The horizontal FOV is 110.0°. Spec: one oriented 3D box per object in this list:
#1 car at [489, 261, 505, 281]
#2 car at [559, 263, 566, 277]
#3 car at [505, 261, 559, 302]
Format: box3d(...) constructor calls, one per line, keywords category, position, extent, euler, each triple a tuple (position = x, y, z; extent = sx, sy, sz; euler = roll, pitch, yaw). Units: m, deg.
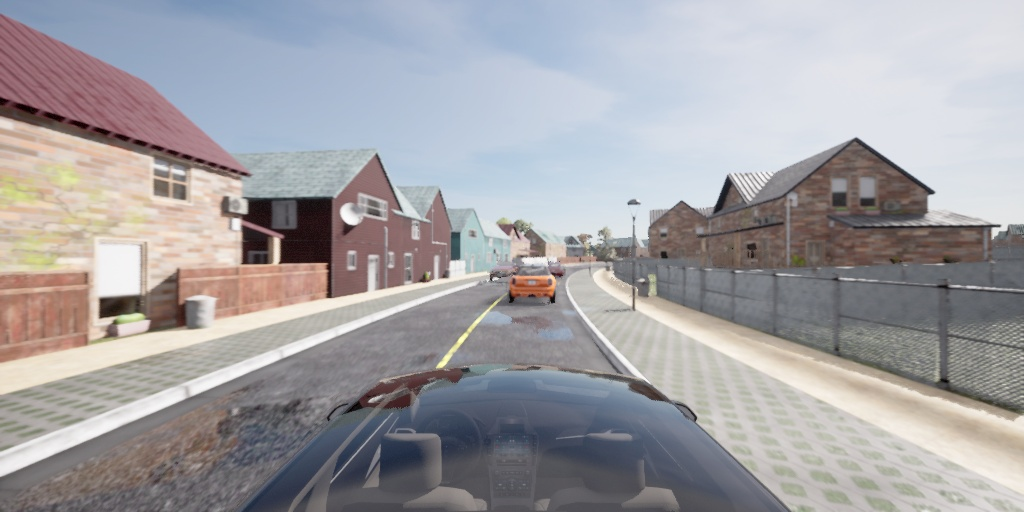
box3d(category="car", position=(-0.470, 1.087, 27.878), extent=(1.812, 1.442, 4.674), euler=(0, 0, 10))
box3d(category="car", position=(4.471, 1.422, 37.163), extent=(1.994, 1.385, 4.181), euler=(0, 0, 13))
box3d(category="car", position=(1.072, 1.174, 17.549), extent=(2.097, 1.767, 4.553), euler=(0, 0, 6))
